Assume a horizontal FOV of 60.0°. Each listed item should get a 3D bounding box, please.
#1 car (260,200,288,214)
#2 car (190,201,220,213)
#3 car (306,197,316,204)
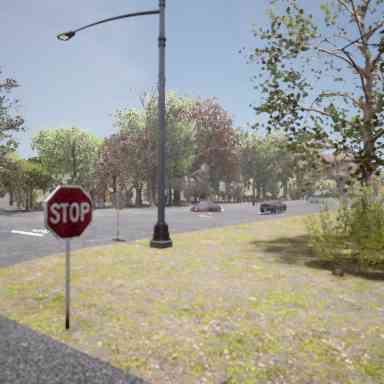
[{"bbox_3d":[9.392,1.698,37.991,1.837,1.490,4.892,0,0,36],"label":"car"},{"bbox_3d":[1.619,1.793,39.209,1.994,1.385,4.181,0,0,36],"label":"car"},{"bbox_3d":[26.623,1.910,73.483,2.128,1.511,4.902,0,0,36],"label":"car"}]
